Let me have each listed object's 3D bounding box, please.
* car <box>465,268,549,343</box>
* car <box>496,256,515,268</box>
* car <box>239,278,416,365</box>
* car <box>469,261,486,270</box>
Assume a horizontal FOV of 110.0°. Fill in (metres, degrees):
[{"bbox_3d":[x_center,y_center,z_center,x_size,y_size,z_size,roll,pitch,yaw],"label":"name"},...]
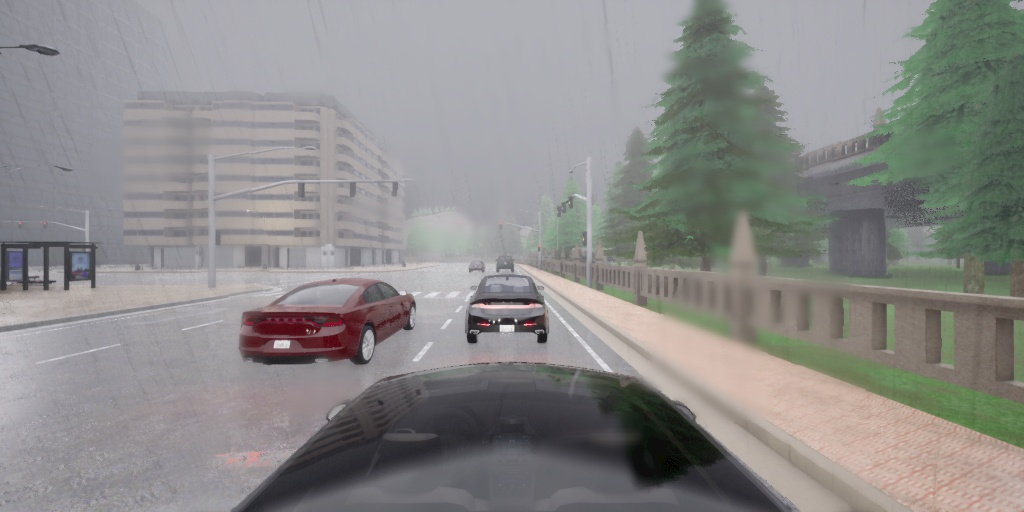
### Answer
[{"bbox_3d":[-0.128,1.242,9.631,2.128,1.511,4.902,0,0,-1],"label":"car"},{"bbox_3d":[-0.867,0.972,45.323,2.150,2.045,5.566,0,0,-1],"label":"car"},{"bbox_3d":[-3.596,1.228,8.069,1.882,1.535,5.008,0,0,0],"label":"car"},{"bbox_3d":[-4.370,1.298,45.014,2.033,1.411,5.357,0,0,-1],"label":"car"}]
